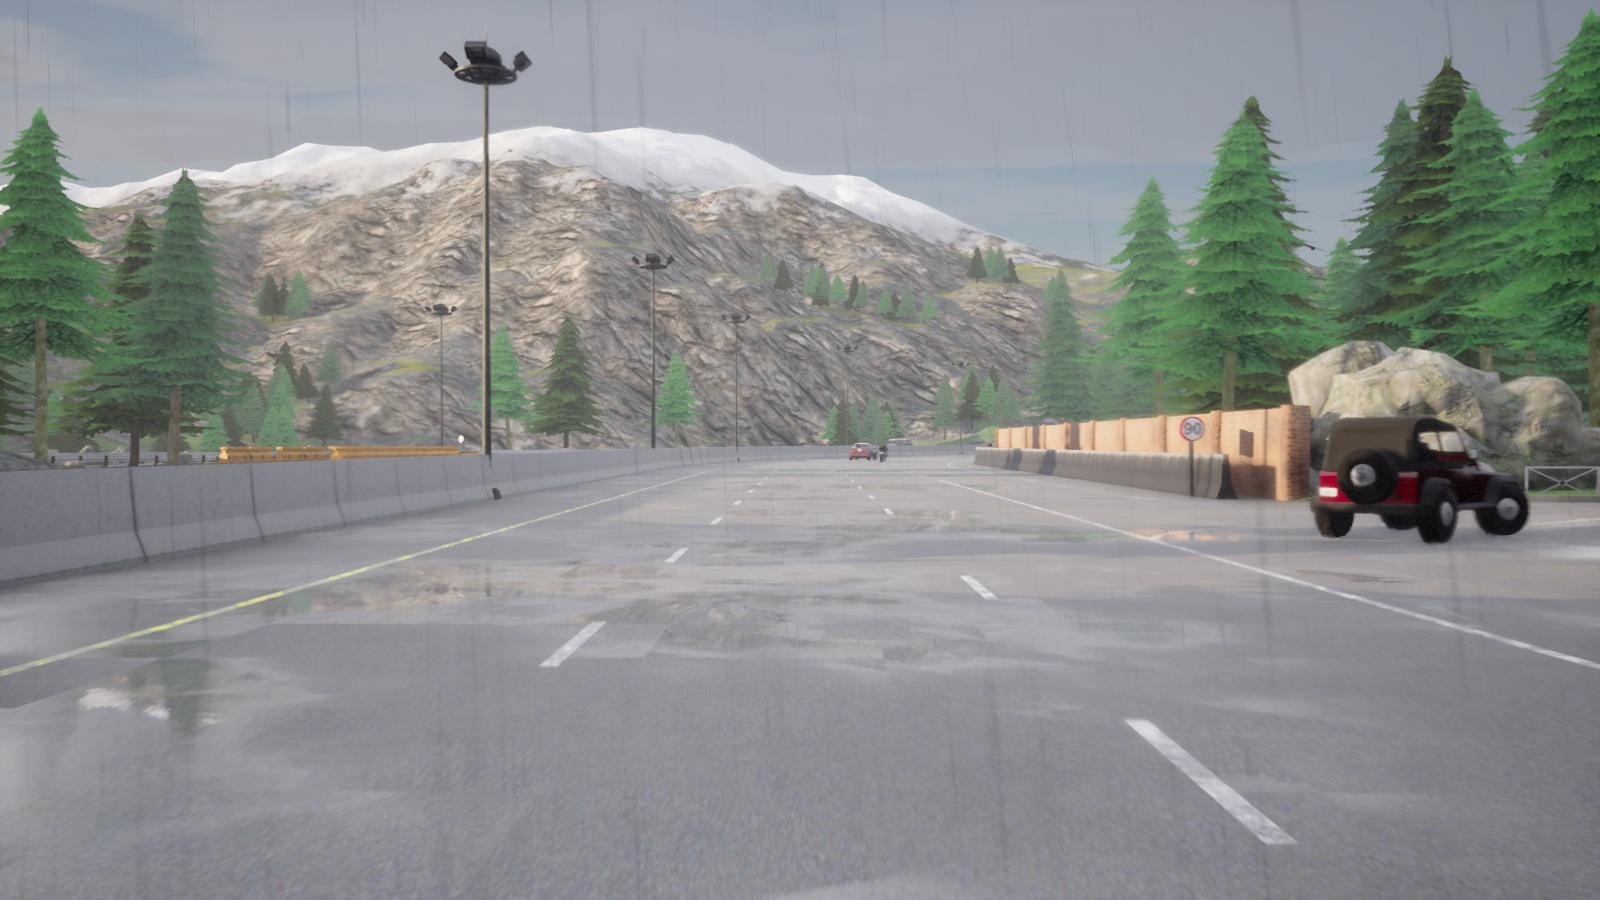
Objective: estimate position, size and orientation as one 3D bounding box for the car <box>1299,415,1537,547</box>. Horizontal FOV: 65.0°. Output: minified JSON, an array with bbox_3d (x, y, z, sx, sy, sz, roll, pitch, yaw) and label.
[{"bbox_3d":[9.753,0.439,19.732,3.866,1.878,1.905,0,0,-39],"label":"car"}]
